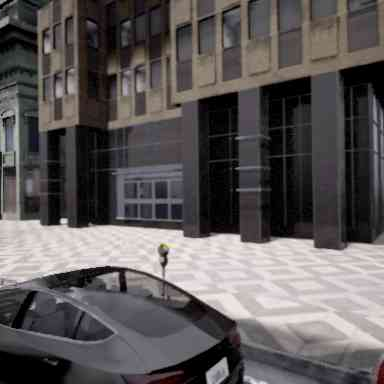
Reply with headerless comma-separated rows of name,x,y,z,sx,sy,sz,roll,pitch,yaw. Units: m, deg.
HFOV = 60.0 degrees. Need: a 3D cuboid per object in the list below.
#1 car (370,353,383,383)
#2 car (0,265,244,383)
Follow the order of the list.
car,3.132,1.282,0.783,5.009,1.841,2.192,-1,0,35
car,-1.491,1.596,4.001,4.313,1.339,1.947,-1,0,35
